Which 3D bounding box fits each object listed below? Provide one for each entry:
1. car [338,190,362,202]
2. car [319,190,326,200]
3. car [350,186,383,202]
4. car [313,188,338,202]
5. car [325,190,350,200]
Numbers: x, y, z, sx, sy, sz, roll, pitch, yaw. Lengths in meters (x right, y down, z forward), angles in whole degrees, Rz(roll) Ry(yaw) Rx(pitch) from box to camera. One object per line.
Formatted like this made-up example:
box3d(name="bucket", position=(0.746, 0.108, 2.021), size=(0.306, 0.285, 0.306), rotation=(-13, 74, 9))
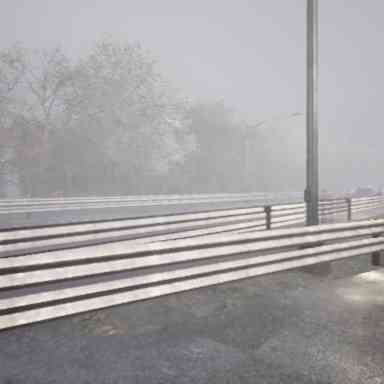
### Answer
box3d(name="car", position=(22.914, 0.557, 48.123), size=(1.882, 1.535, 5.008), rotation=(0, 1, 42))
box3d(name="car", position=(17.273, 0.607, 46.708), size=(2.128, 1.511, 4.902), rotation=(0, -2, 37))
box3d(name="car", position=(22.361, 0.225, 41.998), size=(2.150, 2.045, 5.566), rotation=(0, 6, 42))
box3d(name="car", position=(20.290, 0.427, 50.474), size=(2.097, 1.767, 4.553), rotation=(1, 3, 41))
box3d(name="car", position=(20.021, 0.703, 44.660), size=(1.994, 1.385, 4.181), rotation=(0, 1, 41))
